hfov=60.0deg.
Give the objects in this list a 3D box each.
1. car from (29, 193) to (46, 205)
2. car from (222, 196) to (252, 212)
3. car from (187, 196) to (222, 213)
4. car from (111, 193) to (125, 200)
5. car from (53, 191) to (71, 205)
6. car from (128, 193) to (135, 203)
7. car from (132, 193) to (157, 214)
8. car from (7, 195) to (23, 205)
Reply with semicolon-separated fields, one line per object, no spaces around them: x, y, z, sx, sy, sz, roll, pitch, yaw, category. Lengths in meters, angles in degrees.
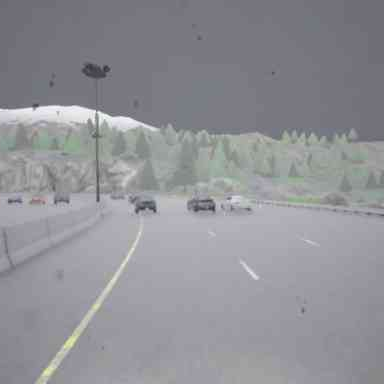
-23.689;1.010;51.048;2.097;1.767;4.553;-1;1;-21;car
4.130;1.064;31.422;1.812;1.442;4.674;0;1;-12;car
0.777;1.089;30.341;2.128;1.511;4.902;-1;1;-12;car
-14.736;0.872;65.846;2.033;1.411;5.357;-1;1;-26;car
-19.795;0.831;50.718;2.150;2.045;5.566;-1;1;-20;car
-8.483;0.967;50.545;1.837;1.490;4.892;-1;1;-20;car
-4.340;1.162;31.038;1.837;1.490;4.892;-1;1;-12;car
-28.572;1.162;53.823;1.882;1.535;5.008;-1;1;-22;car
